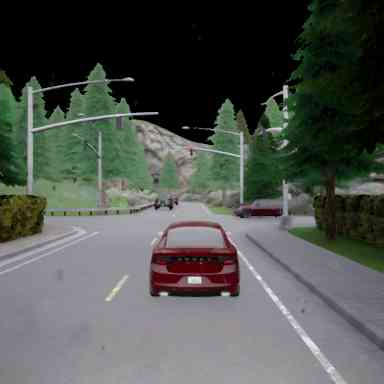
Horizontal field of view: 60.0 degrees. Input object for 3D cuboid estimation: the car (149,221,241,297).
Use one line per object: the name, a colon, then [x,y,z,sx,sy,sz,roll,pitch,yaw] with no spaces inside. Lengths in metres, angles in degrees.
car: [0.067,1.478,8.622,1.882,1.535,5.008,0,0,0]

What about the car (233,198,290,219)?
car: [5.795,1.337,28.139,4.553,1.767,2.097,0,0,-4]

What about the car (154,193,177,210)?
car: [-3.583,1.221,43.479,2.150,2.045,5.566,0,0,0]
